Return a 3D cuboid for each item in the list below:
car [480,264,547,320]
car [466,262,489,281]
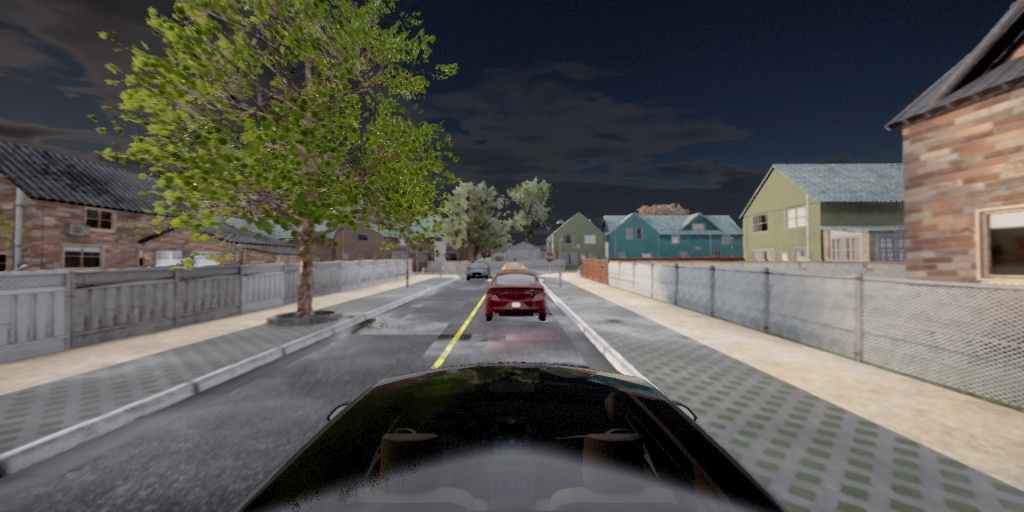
[{"bbox_3d":[0.124,1.231,12.681,1.882,1.535,5.008,0,0,0],"label":"car"},{"bbox_3d":[-2.688,1.269,29.955,1.837,1.490,4.892,0,0,0],"label":"car"}]
